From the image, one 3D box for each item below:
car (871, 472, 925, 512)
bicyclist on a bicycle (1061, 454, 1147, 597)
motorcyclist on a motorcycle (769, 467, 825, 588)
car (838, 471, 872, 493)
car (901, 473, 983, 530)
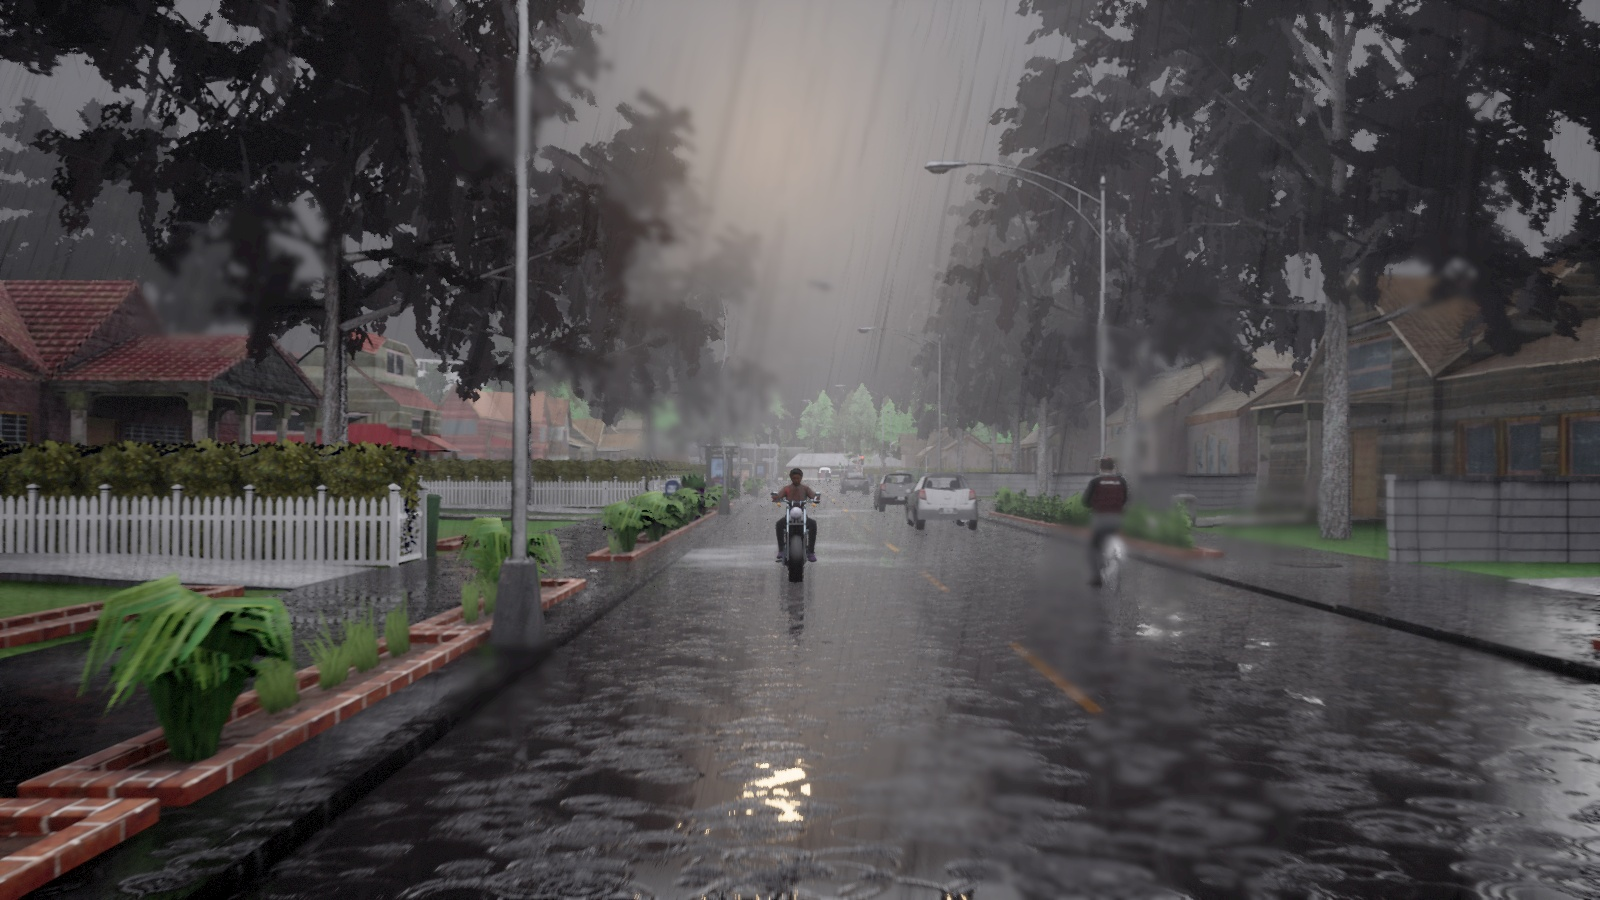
[{"bbox_3d":[3.874,1.653,50.151,1.845,1.501,3.633,0,-1,0],"label":"car"},{"bbox_3d":[3.956,0.945,16.470,0.659,1.776,1.843,0,-1,0],"label":"bicyclist on a bicycle"},{"bbox_3d":[-0.047,1.073,18.375,0.766,1.649,2.350,0,-1,0],"label":"motorcyclist on a motorcycle"},{"bbox_3d":[3.784,2.219,87.371,2.128,1.511,4.902,0,-1,0],"label":"car"},{"bbox_3d":[3.912,1.400,35.094,1.845,1.501,3.633,0,-1,0],"label":"car"}]
